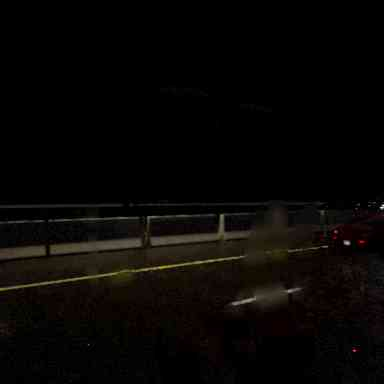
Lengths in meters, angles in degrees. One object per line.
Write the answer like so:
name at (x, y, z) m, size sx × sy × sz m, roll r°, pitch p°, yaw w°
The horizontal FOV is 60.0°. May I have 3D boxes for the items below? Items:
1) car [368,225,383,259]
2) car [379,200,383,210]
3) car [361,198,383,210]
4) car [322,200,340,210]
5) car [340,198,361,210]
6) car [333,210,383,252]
car at (6.550, 1.581, 8.057) m, size 4.674 × 1.442 × 1.812 m, roll 0°, pitch 0°, yaw -32°
car at (20.742, 1.712, 31.487) m, size 5.357 × 1.411 × 2.033 m, roll 1°, pitch 0°, yaw -23°
car at (20.778, 1.504, 35.244) m, size 4.553 × 1.767 × 2.097 m, roll 1°, pitch 0°, yaw -23°
car at (18.495, 1.664, 41.877) m, size 4.181 × 1.385 × 1.994 m, roll 1°, pitch 0°, yaw -23°
car at (20.036, 1.482, 38.722) m, size 4.553 × 1.767 × 2.097 m, roll 1°, pitch 0°, yaw -22°
car at (7.351, 1.576, 12.622) m, size 4.674 × 1.442 × 1.812 m, roll 1°, pitch 0°, yaw -30°
